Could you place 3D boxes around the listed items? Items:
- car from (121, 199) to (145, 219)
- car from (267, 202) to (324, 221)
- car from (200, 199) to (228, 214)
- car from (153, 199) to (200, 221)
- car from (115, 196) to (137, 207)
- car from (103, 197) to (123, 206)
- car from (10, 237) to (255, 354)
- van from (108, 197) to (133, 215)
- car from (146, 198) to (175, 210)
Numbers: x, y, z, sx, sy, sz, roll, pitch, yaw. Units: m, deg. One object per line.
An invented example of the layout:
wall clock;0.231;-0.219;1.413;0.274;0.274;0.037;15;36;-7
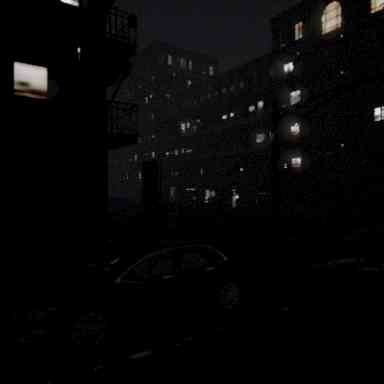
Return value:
car;-4.671;1.668;31.372;1.752;1.417;4.829;-1;1;-36
car;8.388;1.525;27.527;1.752;1.417;4.829;-1;1;-36
car;2.043;1.468;36.387;1.967;1.590;4.097;-1;1;-36
car;-1.549;1.569;27.010;1.967;1.590;4.097;-1;1;-36
car;-10.845;1.528;54.386;1.967;1.590;4.097;-1;1;-36
car;-14.065;1.670;58.886;1.947;1.339;4.313;-1;1;-36
car;-0.792;1.553;6.009;4.403;1.369;2.008;0;-1;-36
van;-7.994;1.499;36.008;1.690;1.788;3.998;-1;1;-36
car;-4.400;1.608;45.387;2.008;1.369;4.403;-1;1;-36
